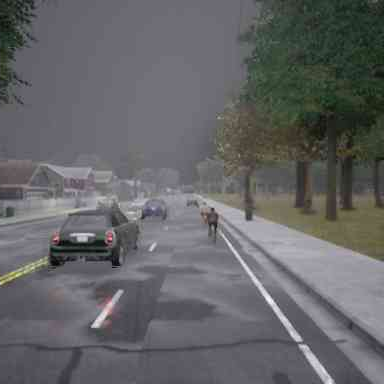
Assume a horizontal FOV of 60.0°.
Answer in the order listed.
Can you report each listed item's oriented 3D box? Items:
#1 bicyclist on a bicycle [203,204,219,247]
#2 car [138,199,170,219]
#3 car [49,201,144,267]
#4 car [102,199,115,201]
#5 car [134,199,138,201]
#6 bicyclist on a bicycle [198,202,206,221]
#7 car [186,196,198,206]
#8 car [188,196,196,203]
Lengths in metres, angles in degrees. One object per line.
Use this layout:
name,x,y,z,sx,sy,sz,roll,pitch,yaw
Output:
bicyclist on a bicycle,0.896,1.483,14.216,0.582,1.620,1.656,0,0,0
car,-3.151,1.415,29.447,2.097,1.767,4.553,0,0,0
car,-3.150,1.376,11.673,2.097,1.767,4.553,0,0,0
car,-9.844,1.612,39.024,1.812,1.442,4.674,0,0,0
car,-6.593,1.619,41.437,1.812,1.442,4.674,0,0,0
bicyclist on a bicycle,0.869,1.485,22.818,0.866,1.612,1.509,0,0,0
car,0.082,1.659,56.354,1.812,1.442,4.674,0,0,0
car,-0.010,1.676,74.155,1.837,1.490,4.892,0,0,0
